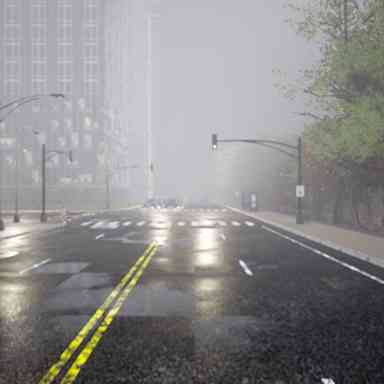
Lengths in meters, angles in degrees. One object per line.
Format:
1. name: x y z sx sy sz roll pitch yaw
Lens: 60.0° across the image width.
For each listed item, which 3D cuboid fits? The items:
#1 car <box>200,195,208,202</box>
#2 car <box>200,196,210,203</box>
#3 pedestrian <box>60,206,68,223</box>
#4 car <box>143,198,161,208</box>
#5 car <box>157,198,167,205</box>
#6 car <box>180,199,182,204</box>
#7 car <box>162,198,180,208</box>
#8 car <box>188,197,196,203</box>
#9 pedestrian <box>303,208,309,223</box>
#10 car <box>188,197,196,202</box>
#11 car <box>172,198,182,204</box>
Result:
1. car: 3.262 1.859 92.481 2.097 1.767 4.553 0 0 0
2. car: 3.261 1.819 82.450 2.097 1.767 4.553 0 0 0
3. pedestrian: -9.216 1.553 23.947 0.375 1.300 0.375 0 0 0
4. car: -6.580 1.826 53.173 1.812 1.442 4.674 0 0 1
5. car: -6.491 2.004 72.511 1.895 1.301 4.718 0 0 0
6. car: -3.301 1.956 62.810 1.895 1.301 4.718 0 0 0
7. car: -3.333 1.780 53.467 1.882 1.535 5.008 0 0 0
8. car: 0.011 2.016 82.480 1.994 1.385 4.181 0 0 0
9. pedestrian: 8.036 1.655 23.344 0.500 1.100 0.500 0 0 0
10. car: 0.011 2.044 92.510 2.033 1.411 5.357 0 0 0
11. car: -3.242 1.963 72.716 1.994 1.385 4.181 0 0 0
